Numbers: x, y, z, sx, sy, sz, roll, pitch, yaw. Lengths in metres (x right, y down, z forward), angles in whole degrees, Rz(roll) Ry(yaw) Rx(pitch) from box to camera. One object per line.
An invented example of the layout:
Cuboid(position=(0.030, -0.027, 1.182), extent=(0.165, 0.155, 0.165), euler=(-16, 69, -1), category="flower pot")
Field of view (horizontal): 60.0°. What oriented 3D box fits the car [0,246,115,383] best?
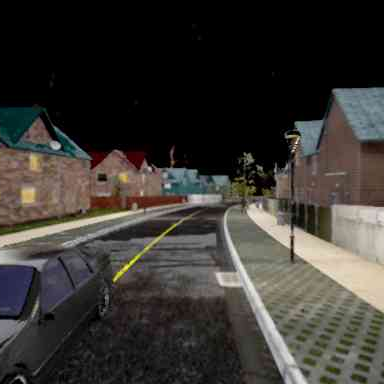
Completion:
Cuboid(position=(-2.443, 1.532, 4.529), extent=(2.033, 1.411, 5.357), euler=(0, 0, 0), category="car")
